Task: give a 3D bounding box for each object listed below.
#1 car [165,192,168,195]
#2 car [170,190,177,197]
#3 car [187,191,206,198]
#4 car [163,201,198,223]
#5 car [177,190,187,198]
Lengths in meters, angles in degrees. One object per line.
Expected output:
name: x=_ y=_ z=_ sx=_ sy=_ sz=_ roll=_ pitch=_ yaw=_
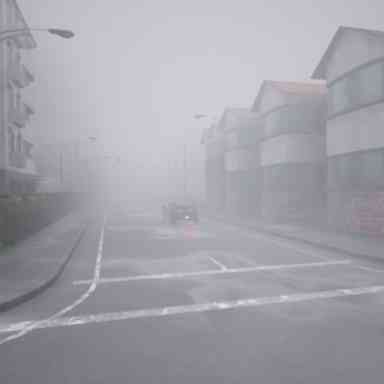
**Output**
car: x=-4.618 y=0.410 z=95.076 sx=4.605 sy=1.855 sz=1.932 roll=-1 pitch=0 yaw=-14
car: x=-3.510 y=0.396 z=92.358 sx=3.866 sy=1.878 sz=1.905 roll=-1 pitch=0 yaw=-14
car: x=1.489 y=0.629 z=73.806 sx=3.806 sy=1.475 sz=1.970 roll=-1 pitch=0 yaw=-14
car: x=-0.889 y=1.397 z=23.644 sx=1.837 sy=1.490 sz=4.892 roll=-1 pitch=-1 yaw=-13
car: x=-0.390 y=0.528 z=79.950 sx=5.027 sy=1.636 sz=2.152 roll=-1 pitch=0 yaw=-14
